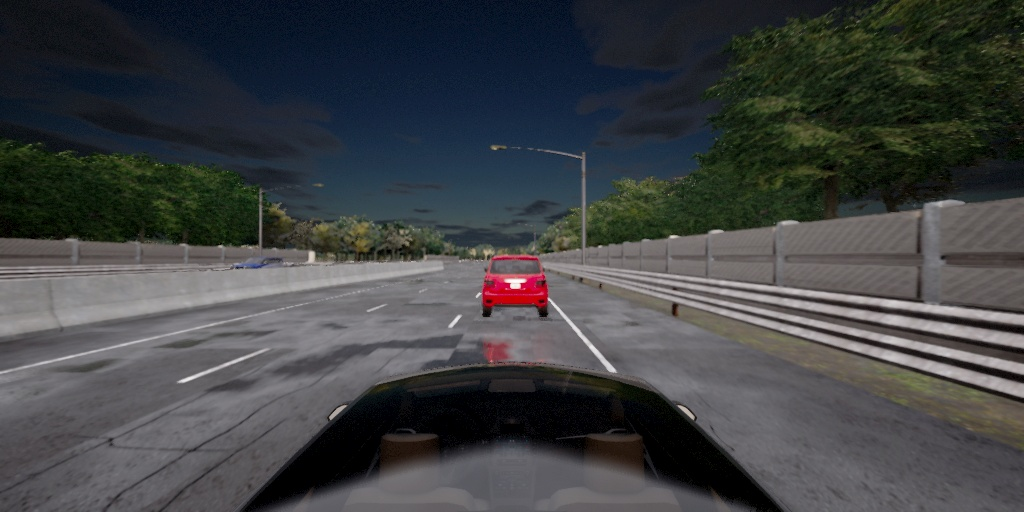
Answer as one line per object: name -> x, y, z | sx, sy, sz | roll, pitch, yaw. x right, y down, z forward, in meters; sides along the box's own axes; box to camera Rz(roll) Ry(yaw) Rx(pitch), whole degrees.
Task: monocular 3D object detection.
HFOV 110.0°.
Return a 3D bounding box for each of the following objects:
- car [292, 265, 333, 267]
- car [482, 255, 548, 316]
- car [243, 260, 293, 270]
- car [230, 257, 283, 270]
car -> -17.519, 1.487, 32.857 | 1.895, 1.301, 4.718 | 0, -1, 0
car -> 0.102, 0.990, 13.489 | 2.150, 2.045, 5.566 | 0, 0, 0
car -> -21.026, 1.373, 32.226 | 2.128, 1.511, 4.902 | 0, -1, 1
car -> -24.500, 1.116, 34.887 | 2.150, 2.045, 5.566 | 0, -1, 0
